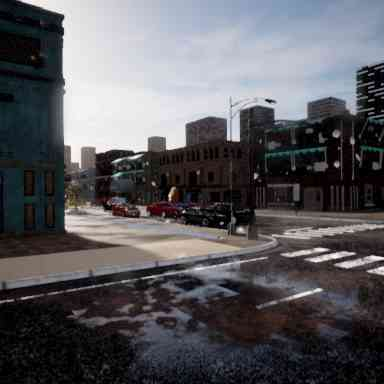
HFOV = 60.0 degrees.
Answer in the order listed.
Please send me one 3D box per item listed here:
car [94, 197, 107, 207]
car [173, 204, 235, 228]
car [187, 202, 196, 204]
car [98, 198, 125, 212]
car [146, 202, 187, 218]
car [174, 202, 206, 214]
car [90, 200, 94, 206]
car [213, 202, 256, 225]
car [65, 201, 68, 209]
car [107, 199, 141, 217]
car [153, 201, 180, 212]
[{"bbox_3d":[-16.306,1.931,63.420,2.192,1.841,5.009,-1,0,-35],"label":"car"},{"bbox_3d":[0.776,1.809,24.595,1.947,1.339,4.313,-2,0,-35],"label":"car"},{"bbox_3d":[-1.652,1.889,38.259,1.994,1.385,4.181,-1,0,-35],"label":"car"},{"bbox_3d":[-10.532,1.968,45.305,2.128,1.511,4.902,-1,0,-35],"label":"car"},{"bbox_3d":[-2.986,1.811,34.615,1.882,1.535,5.008,-1,0,-35],"label":"car"},{"bbox_3d":[-0.306,1.895,40.835,1.802,1.307,4.206,-2,0,-35],"label":"car"},{"bbox_3d":[-19.499,2.218,67.938,1.887,1.381,4.507,-1,0,-35],"label":"car"},{"bbox_3d":[2.879,1.694,26.335,1.882,1.535,5.008,-1,0,-35],"label":"car"},{"bbox_3d":[-23.040,2.227,58.437,1.752,1.417,4.829,-1,0,-35],"label":"car"},{"bbox_3d":[-7.147,1.840,35.990,1.967,1.590,4.097,-2,0,-35],"label":"car"},{"bbox_3d":[-3.504,1.957,45.352,1.802,1.307,4.206,-2,0,-35],"label":"car"}]
